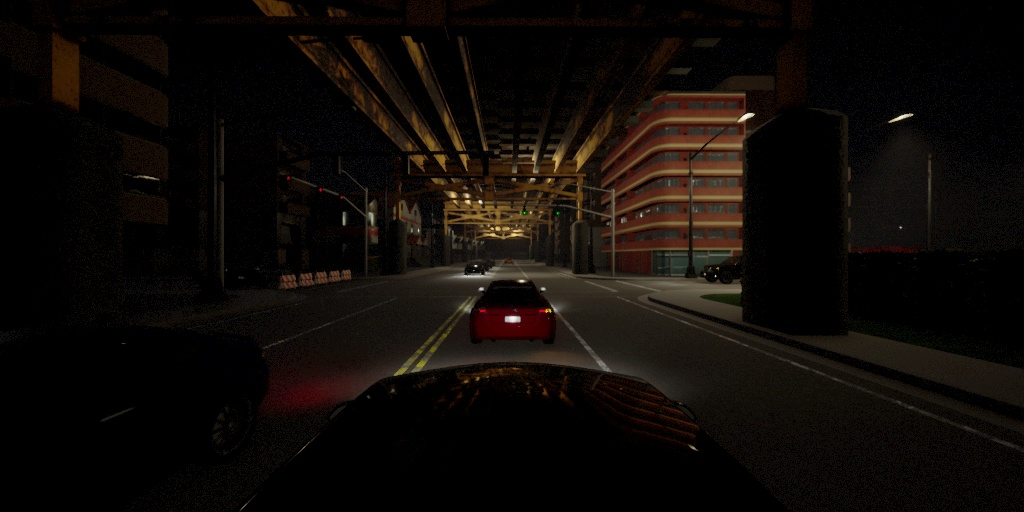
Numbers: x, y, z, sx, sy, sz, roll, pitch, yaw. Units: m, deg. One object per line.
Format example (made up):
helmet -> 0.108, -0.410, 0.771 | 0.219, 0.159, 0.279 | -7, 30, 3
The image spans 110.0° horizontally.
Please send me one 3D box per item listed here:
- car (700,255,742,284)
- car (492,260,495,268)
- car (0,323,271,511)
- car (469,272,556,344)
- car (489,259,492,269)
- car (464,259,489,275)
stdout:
car -> 16.834, 0.970, 26.161 | 5.566, 2.045, 2.150 | 0, 0, 0
car -> -4.075, 1.265, 56.730 | 1.812, 1.442, 4.674 | 0, 0, 0
car -> -3.611, 1.276, 2.219 | 1.812, 1.442, 4.674 | 0, 0, -1
car -> 0.009, 1.314, 9.626 | 1.994, 1.385, 4.181 | 0, 0, 0
car -> -4.001, 1.349, 47.514 | 1.895, 1.301, 4.718 | 0, 0, 0
car -> -3.920, 1.312, 38.628 | 1.994, 1.385, 4.181 | 0, 0, 0
